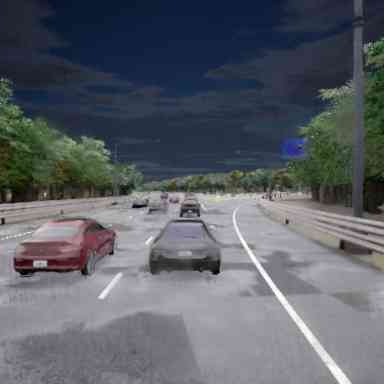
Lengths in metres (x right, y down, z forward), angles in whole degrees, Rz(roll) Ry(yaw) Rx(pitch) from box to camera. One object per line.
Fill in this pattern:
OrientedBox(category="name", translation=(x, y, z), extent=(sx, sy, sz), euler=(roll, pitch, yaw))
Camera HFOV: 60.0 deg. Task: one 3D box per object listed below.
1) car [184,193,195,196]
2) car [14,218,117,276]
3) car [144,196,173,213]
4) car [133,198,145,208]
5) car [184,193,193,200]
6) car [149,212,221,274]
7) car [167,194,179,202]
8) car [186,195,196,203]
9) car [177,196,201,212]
OrientedBox(category="car", translation=(-0.111, 1.267, 49.797), extent=(2.097, 1.767, 4.553), euler=(0, 0, 0))
OrientedBox(category="car", translation=(-3.590, 1.518, 10.150), extent=(1.812, 1.442, 4.674), euler=(0, 0, 0))
OrientedBox(category="car", translation=(-3.550, 1.485, 36.153), extent=(2.033, 1.411, 5.357), euler=(0, 0, 0))
OrientedBox(category="car", translation=(-7.017, 1.481, 46.495), extent=(1.994, 1.385, 4.181), euler=(0, 0, 0))
OrientedBox(category="car", translation=(-0.948, 1.193, 90.617), extent=(2.150, 2.045, 5.566), euler=(0, 0, -3))
OrientedBox(category="car", translation=(-0.191, 1.559, 10.578), extent=(1.994, 1.385, 4.181), euler=(0, 0, 0))
OrientedBox(category="car", translation=(-3.658, 1.483, 68.980), extent=(1.994, 1.385, 4.181), euler=(0, 0, -1))
OrientedBox(category="car", translation=(-0.238, 1.444, 67.618), extent=(1.812, 1.442, 4.674), euler=(0, 0, -1))
OrientedBox(category="car", translation=(-0.166, 1.454, 32.006), extent=(1.837, 1.490, 4.892), euler=(0, 0, 0))
